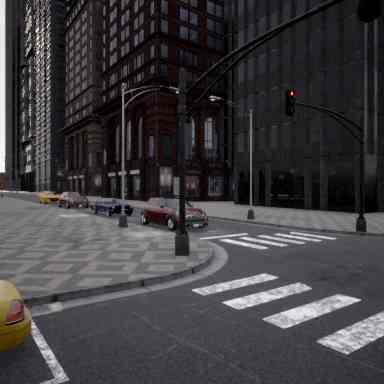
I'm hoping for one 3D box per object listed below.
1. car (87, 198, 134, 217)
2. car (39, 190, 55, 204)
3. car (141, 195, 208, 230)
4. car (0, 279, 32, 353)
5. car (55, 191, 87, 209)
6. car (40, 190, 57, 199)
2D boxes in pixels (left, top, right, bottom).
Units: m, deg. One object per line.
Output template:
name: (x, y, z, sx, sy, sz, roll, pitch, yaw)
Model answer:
car: (-6.342, 1.153, 26.133, 1.895, 1.301, 4.718, 0, 1, -36)
car: (-18.287, 0.668, 42.766, 1.882, 1.535, 5.008, 0, 1, -35)
car: (-1.074, 1.072, 18.829, 2.097, 1.767, 4.553, 0, 1, -36)
car: (-4.410, 1.525, 3.503, 4.829, 1.417, 1.752, 0, 0, -35)
car: (-12.213, 0.723, 34.283, 2.097, 1.767, 4.553, 0, 1, -36)
car: (-24.744, 0.466, 57.109, 1.812, 1.442, 4.674, 0, 1, -35)
